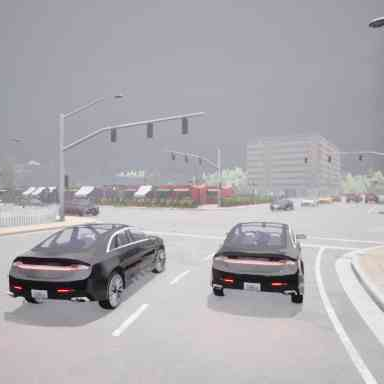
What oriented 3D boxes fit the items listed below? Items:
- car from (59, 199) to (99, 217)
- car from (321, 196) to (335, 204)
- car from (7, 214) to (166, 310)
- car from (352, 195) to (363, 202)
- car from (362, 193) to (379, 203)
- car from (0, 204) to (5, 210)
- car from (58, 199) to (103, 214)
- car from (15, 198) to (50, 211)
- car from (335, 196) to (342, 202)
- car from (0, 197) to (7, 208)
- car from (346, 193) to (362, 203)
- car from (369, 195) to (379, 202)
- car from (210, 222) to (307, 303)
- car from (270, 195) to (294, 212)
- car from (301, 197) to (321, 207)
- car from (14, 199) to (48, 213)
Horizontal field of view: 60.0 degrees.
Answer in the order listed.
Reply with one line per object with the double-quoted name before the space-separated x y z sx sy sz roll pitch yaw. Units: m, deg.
"car" -11.037 1.619 32.438 4.181 1.385 1.994 0 0 32
"car" 24.921 1.477 62.299 1.882 1.535 5.008 0 0 32
"car" -2.045 1.492 7.936 2.128 1.511 4.902 0 0 12
"car" 39.622 1.540 79.484 2.033 1.411 5.357 0 0 32
"car" 36.842 1.225 68.278 2.150 2.045 5.566 0 0 32
"car" -25.948 1.277 41.776 5.566 2.045 2.150 0 0 32
"car" -12.602 1.547 37.563 4.902 1.511 2.128 0 0 32
"car" -20.408 1.581 42.446 4.674 1.442 1.812 0 0 32
"car" 31.580 1.589 73.085 1.895 1.301 4.718 0 0 32
"car" -28.957 1.533 47.794 5.008 1.535 1.882 0 0 32
"car" 34.053 1.225 70.425 2.150 2.045 5.566 0 0 32
"car" 42.386 1.524 77.296 1.812 1.442 4.674 0 0 32
"car" 1.773 1.492 8.318 2.128 1.511 4.902 0 0 17
"car" 10.680 1.494 39.277 2.128 1.511 4.902 0 0 32
"car" 18.192 1.525 51.476 1.812 1.442 4.674 0 0 32
"car" -18.155 1.619 36.906 4.181 1.385 1.994 0 0 32
